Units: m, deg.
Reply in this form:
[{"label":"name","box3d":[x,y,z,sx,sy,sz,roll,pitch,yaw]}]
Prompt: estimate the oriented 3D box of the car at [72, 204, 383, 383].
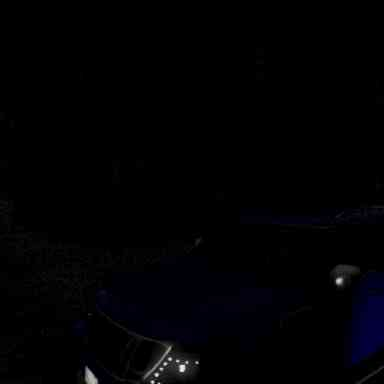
[{"label":"car","box3d":[1.411,1.222,4.384,5.566,2.045,2.150,0,0,-36]}]
